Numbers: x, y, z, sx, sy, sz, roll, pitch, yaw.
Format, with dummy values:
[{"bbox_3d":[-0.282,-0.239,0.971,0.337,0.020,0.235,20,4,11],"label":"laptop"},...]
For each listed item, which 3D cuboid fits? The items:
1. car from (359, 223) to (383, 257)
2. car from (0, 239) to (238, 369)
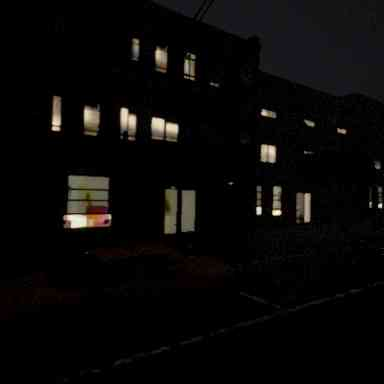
[{"bbox_3d":[7.949,1.690,12.380,4.403,1.369,2.008,1,1,-36],"label":"car"},{"bbox_3d":[-1.376,1.547,5.722,4.829,1.417,1.752,1,1,-36],"label":"car"}]
